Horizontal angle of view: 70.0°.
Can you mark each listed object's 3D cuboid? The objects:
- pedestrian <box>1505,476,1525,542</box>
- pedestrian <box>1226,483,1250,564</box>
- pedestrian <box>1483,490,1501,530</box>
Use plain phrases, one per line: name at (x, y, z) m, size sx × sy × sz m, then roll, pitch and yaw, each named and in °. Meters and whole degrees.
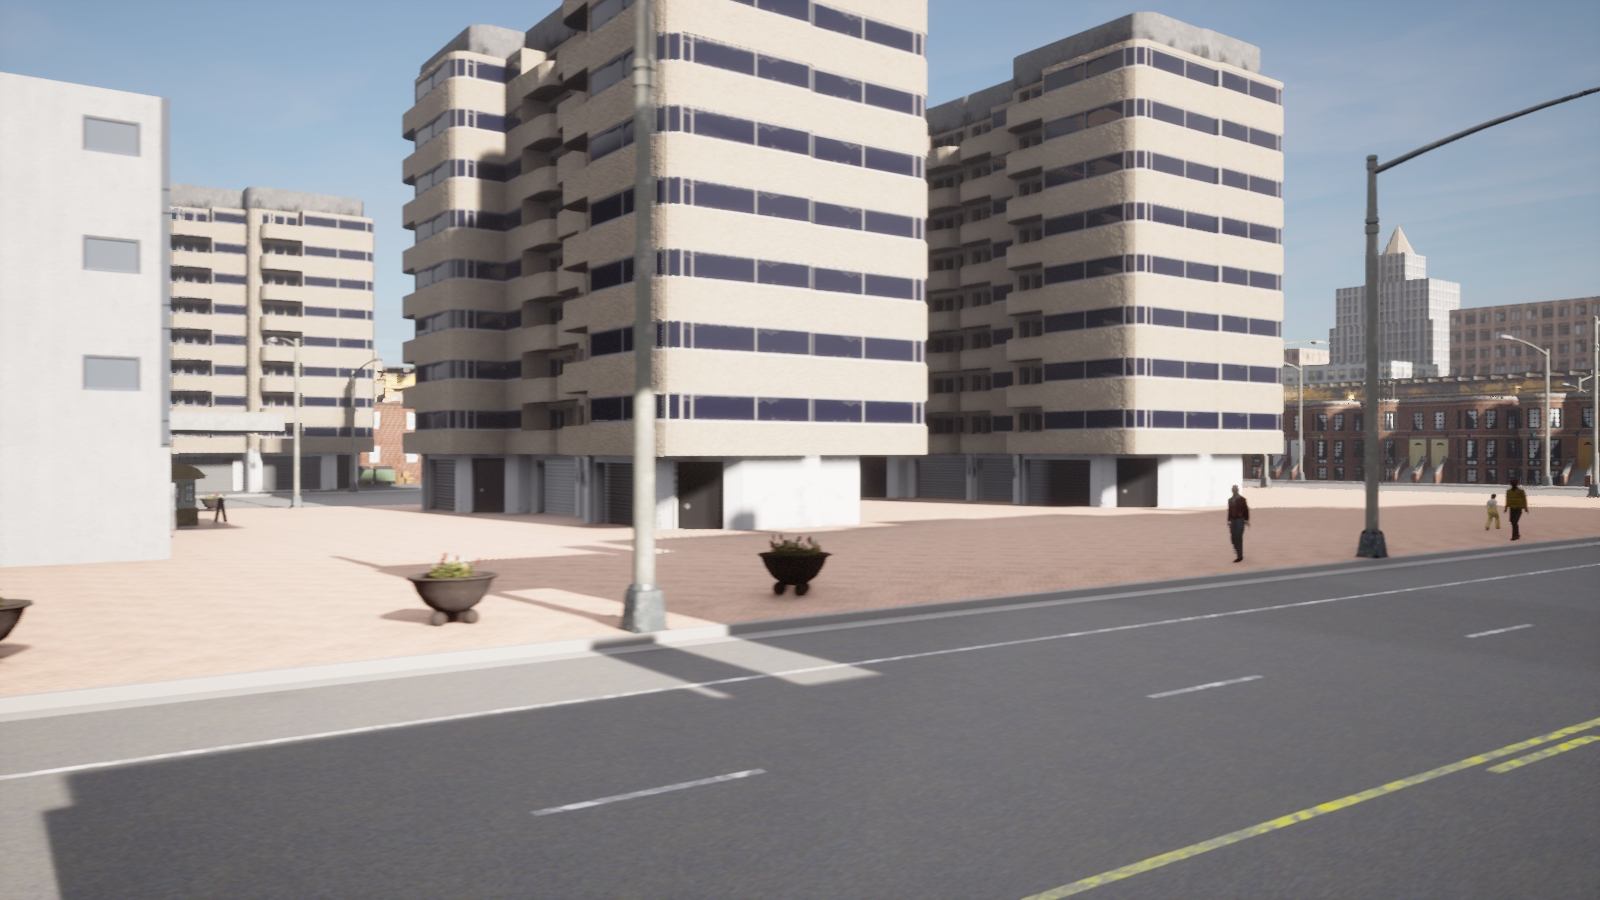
pedestrian at (20.621, 1.696, 32.951) m, size 0.375 × 1.860 × 0.375 m, roll 0°, pitch 0°, yaw -35°
pedestrian at (10.197, 1.698, 26.629) m, size 0.375 × 1.860 × 0.375 m, roll 0°, pitch 0°, yaw -34°
pedestrian at (22.883, 1.991, 37.767) m, size 0.375 × 1.300 × 0.375 m, roll 0°, pitch 0°, yaw -31°
